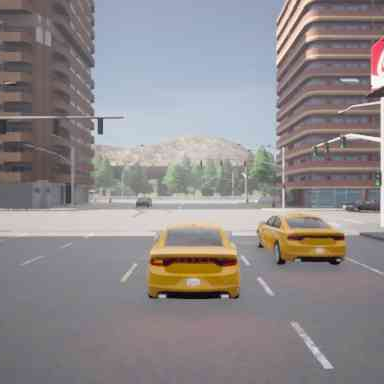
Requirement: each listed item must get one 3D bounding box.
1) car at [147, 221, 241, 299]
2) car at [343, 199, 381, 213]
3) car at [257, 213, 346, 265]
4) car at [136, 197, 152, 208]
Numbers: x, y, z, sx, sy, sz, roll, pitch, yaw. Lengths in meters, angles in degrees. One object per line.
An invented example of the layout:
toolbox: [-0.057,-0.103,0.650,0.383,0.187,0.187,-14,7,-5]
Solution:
car: [0.050,1.478,8.497,1.882,1.535,5.008,0,0,1]
car: [18.969,1.488,36.154,4.902,1.511,2.128,0,0,0]
car: [3.567,1.477,11.735,1.882,1.535,5.008,0,0,0]
car: [-7.081,1.477,49.355,1.882,1.535,5.008,0,0,0]
